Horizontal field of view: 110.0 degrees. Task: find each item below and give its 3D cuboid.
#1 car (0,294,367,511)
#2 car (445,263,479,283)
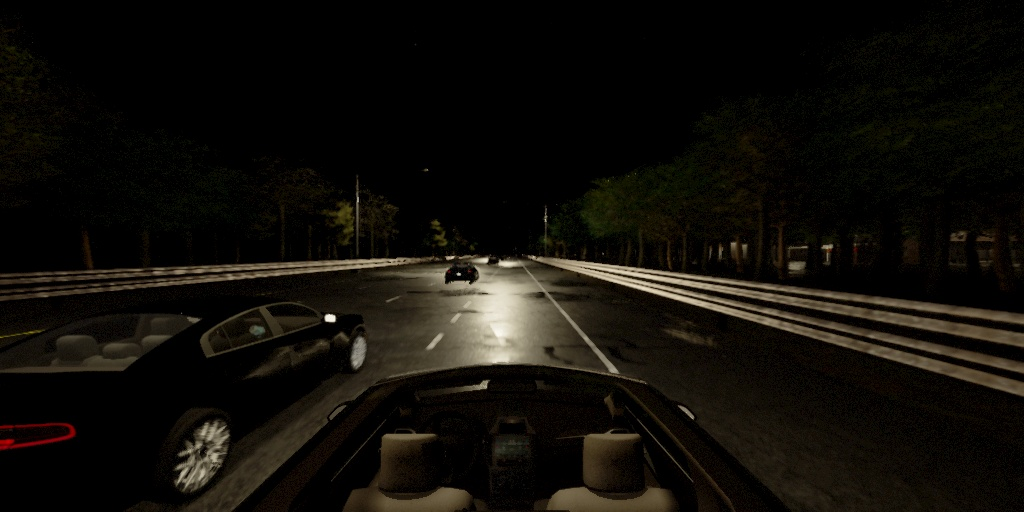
[{"bbox_3d":[-3.500,1.209,4.409,1.882,1.535,5.008,0,0,0],"label":"car"},{"bbox_3d":[-3.487,1.152,25.538,1.994,1.385,4.181,0,0,0],"label":"car"}]
